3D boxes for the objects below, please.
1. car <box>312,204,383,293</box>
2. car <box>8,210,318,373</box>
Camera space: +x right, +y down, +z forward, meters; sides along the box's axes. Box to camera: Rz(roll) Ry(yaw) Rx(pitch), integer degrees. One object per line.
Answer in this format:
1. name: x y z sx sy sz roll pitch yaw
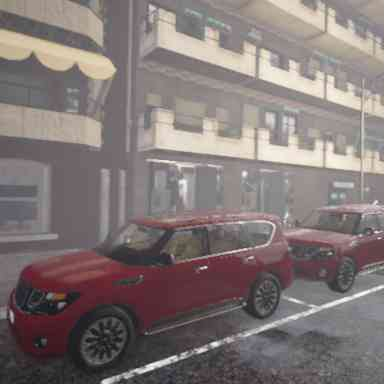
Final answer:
1. car: 4.181 1.302 9.054 5.009 1.841 2.192 0 1 -35
2. car: -0.321 1.311 5.842 5.009 1.841 2.192 0 1 -35
